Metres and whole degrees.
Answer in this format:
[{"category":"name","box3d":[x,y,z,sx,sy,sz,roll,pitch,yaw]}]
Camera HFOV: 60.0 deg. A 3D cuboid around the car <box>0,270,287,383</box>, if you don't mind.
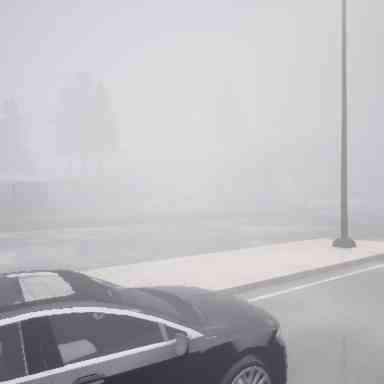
[{"category":"car","box3d":[-1.216,1.490,2.878,4.902,1.511,2.128,0,0,-35]}]
